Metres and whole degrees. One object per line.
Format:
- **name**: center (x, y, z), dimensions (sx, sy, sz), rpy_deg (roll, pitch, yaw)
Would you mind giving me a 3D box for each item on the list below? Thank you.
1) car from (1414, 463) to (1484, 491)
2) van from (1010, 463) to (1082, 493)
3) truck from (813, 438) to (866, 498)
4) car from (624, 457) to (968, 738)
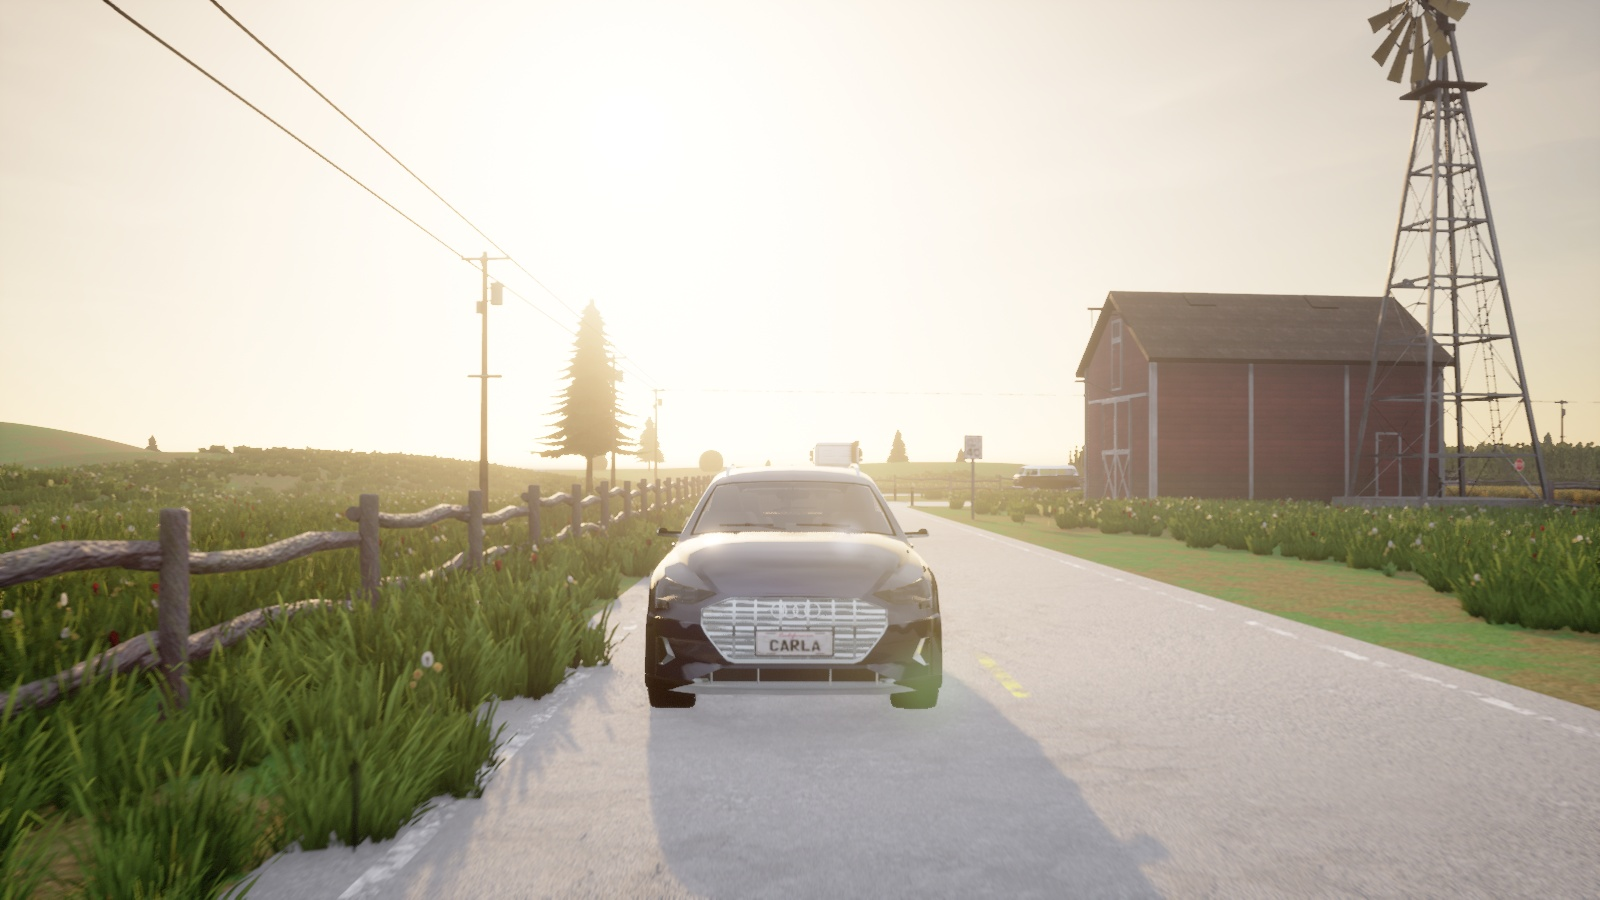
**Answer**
- **car**: center (44.881, 1.875, 86.910), dimensions (3.866, 1.878, 1.905), rpy_deg (0, -1, -6)
- **van**: center (17.036, 1.917, 87.099), dimensions (4.480, 2.038, 2.069), rpy_deg (0, -1, -6)
- **truck**: center (2.313, 1.088, 76.116), dimensions (2.891, 3.462, 7.936), rpy_deg (0, -1, -1)
- **car**: center (-0.051, 0.909, 9.875), dimensions (2.033, 1.649, 4.856), rpy_deg (0, -1, -1)
